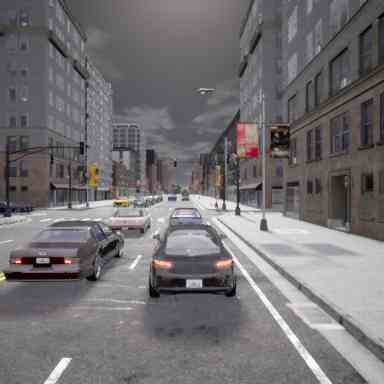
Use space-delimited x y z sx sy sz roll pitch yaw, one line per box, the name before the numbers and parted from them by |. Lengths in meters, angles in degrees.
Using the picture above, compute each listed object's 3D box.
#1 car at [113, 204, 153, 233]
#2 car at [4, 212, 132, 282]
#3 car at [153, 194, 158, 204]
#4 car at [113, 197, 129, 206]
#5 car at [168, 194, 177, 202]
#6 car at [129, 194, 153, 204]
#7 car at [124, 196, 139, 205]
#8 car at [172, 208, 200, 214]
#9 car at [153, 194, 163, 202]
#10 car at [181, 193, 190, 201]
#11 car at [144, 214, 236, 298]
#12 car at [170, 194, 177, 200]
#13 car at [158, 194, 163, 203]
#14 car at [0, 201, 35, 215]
car | -3.510 1.605 19.448 1.895 1.301 4.718 0 0 -1
car | -3.313 1.548 9.783 2.033 1.411 5.357 0 0 -1
car | -7.738 1.511 59.391 2.128 1.511 4.902 0 0 -1
car | -10.851 1.495 51.511 1.882 1.535 5.008 0 0 -1
car | -4.833 1.494 80.301 1.882 1.535 5.008 0 0 -1
car | -7.568 1.508 50.038 2.128 1.511 4.902 0 0 -1
car | -11.001 1.545 60.733 1.812 1.442 4.674 0 0 -1
car | -0.331 1.551 18.031 2.033 1.411 5.357 0 0 -1
car | -8.068 1.362 79.492 2.097 1.767 4.553 0 0 -1
car | -1.592 1.612 80.813 1.895 1.301 4.718 0 0 -1
car | -0.037 1.527 8.444 1.812 1.442 4.674 0 0 -2
car | -5.043 1.388 90.719 1.837 1.490 4.892 0 0 -1
car | -7.863 1.546 69.261 2.128 1.511 4.902 0 0 -1
car | -18.311 1.590 33.210 4.718 1.301 1.895 0 0 4
